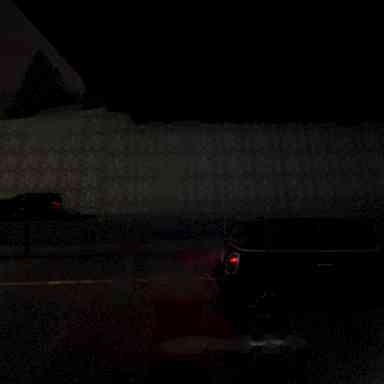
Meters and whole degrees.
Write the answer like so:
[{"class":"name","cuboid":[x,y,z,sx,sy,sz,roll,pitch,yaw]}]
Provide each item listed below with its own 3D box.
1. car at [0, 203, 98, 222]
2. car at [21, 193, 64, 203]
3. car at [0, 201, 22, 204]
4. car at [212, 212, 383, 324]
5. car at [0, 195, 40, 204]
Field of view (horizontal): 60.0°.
[{"class":"car","cuboid":[-7.461,1.479,16.792,5.357,1.411,2.033,-1,1,-2]},{"class":"car","cuboid":[-13.263,1.129,27.051,5.566,2.045,2.150,-1,1,-2]},{"class":"car","cuboid":[-13.247,1.507,20.035,4.674,1.442,1.812,-1,1,-3]},{"class":"car","cuboid":[2.704,1.246,6.515,4.553,1.767,2.097,-1,1,-2]},{"class":"car","cuboid":[-13.701,1.303,23.529,4.553,1.767,2.097,-1,1,-2]}]
